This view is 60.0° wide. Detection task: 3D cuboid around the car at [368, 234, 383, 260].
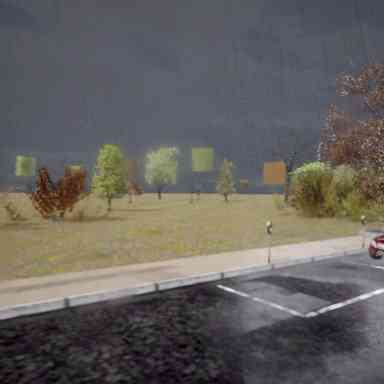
[{"bbox_3d":[7.954,1.704,11.761,4.206,1.307,1.802,1,0,-35],"label":"car"}]
